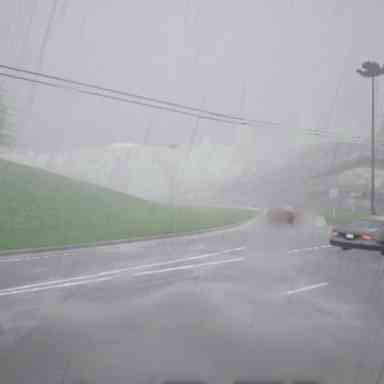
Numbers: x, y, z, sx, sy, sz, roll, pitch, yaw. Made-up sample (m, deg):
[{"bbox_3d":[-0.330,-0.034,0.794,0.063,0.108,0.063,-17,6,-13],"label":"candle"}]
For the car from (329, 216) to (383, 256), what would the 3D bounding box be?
[{"bbox_3d":[7.818,1.688,13.630,5.357,1.411,2.033,1,0,-36],"label":"car"}]

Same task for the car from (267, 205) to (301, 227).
[{"bbox_3d":[6.965,1.676,24.861,1.882,1.535,5.008,1,0,25],"label":"car"}]
